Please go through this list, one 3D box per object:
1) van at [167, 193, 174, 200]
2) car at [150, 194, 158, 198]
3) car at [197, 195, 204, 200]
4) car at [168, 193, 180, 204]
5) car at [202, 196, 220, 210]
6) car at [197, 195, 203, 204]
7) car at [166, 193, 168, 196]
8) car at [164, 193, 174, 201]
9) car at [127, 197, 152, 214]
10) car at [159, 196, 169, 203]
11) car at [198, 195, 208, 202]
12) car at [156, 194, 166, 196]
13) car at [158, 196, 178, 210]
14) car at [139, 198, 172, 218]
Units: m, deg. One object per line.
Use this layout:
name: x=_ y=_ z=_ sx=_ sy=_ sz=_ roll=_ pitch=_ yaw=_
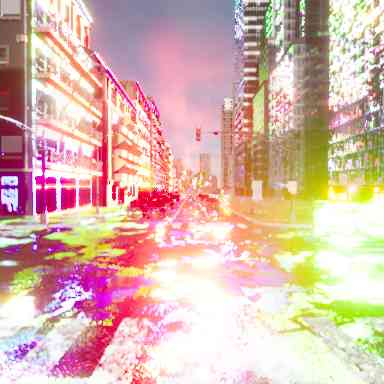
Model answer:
van: x=-5.918 y=1.293 z=92.077 sx=1.690 sy=1.788 sz=3.998 roll=-1 pitch=0 yaw=0
car: x=-5.798 y=1.410 z=41.237 sx=1.967 sy=1.590 sz=4.097 roll=-1 pitch=0 yaw=0
car: x=2.431 y=1.477 z=92.325 sx=1.752 sy=1.417 sz=4.829 roll=-1 pitch=0 yaw=0
car: x=-3.170 y=1.454 z=61.163 sx=2.128 sy=1.511 sz=4.902 roll=0 pitch=0 yaw=0
car: x=2.550 y=1.514 z=41.314 sx=1.887 sy=1.381 sz=4.507 roll=-1 pitch=0 yaw=0
car: x=2.498 y=1.511 z=63.910 sx=2.008 sy=1.369 sz=4.403 roll=-1 pitch=0 yaw=0
car: x=-5.837 y=1.402 z=58.184 sx=1.967 sy=1.590 sz=4.097 roll=-1 pitch=0 yaw=0
car: x=-5.906 y=1.268 z=86.429 sx=2.192 sy=1.841 sz=5.009 roll=-1 pitch=0 yaw=0
car: x=-5.783 y=1.518 z=35.588 sx=1.887 sy=1.381 sz=4.507 roll=-1 pitch=0 yaw=0
car: x=-5.862 y=1.540 z=69.482 sx=1.802 sy=1.307 sz=4.206 roll=-1 pitch=0 yaw=0
car: x=2.472 y=1.501 z=75.208 sx=1.887 sy=1.381 sz=4.507 roll=-1 pitch=0 yaw=0
car: x=-5.826 y=1.279 z=52.536 sx=2.192 sy=1.841 sz=5.009 roll=-1 pitch=0 yaw=0
car: x=-3.195 y=1.533 z=42.403 sx=1.994 sy=1.385 sz=4.181 roll=0 pitch=0 yaw=0
car: x=-3.167 y=1.541 z=29.373 sx=1.994 sy=1.385 sz=4.181 roll=0 pitch=0 yaw=0
